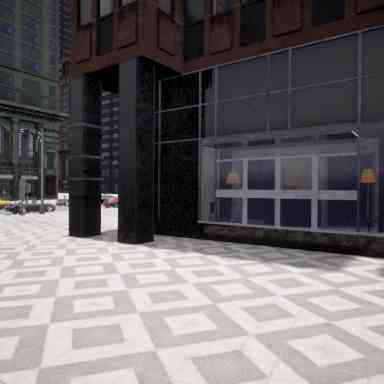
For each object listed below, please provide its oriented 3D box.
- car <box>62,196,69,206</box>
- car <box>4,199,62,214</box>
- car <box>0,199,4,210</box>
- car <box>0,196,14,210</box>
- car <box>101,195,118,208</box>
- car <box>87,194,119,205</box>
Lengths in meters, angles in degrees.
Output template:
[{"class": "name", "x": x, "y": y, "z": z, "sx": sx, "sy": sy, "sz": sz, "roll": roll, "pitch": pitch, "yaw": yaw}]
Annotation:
[{"class": "car", "x": -15.986, "y": 1.131, "z": 44.496, "sx": 2.008, "sy": 1.369, "sz": 4.403, "roll": 2, "pitch": 2, "yaw": 36}, {"class": "car", "x": -15.007, "y": 1.341, "z": 31.216, "sx": 2.008, "sy": 1.369, "sz": 4.403, "roll": 2, "pitch": 2, "yaw": 36}, {"class": "car", "x": -18.137, "y": 1.418, "z": 26.842, "sx": 1.947, "sy": 1.339, "sz": 4.313, "roll": 2, "pitch": 2, "yaw": 36}, {"class": "car", "x": -22.140, "y": 1.232, "z": 35.895, "sx": 1.752, "sy": 1.417, "sz": 4.829, "roll": 2, "pitch": 2, "yaw": 36}, {"class": "car", "x": -8.748, "y": 1.243, "z": 39.963, "sx": 1.802, "sy": 1.307, "sz": 4.206, "roll": 2, "pitch": 2, "yaw": 36}, {"class": "car", "x": -12.959, "y": 1.082, "z": 48.726, "sx": 1.947, "sy": 1.339, "sz": 4.313, "roll": 2, "pitch": 2, "yaw": 36}]
